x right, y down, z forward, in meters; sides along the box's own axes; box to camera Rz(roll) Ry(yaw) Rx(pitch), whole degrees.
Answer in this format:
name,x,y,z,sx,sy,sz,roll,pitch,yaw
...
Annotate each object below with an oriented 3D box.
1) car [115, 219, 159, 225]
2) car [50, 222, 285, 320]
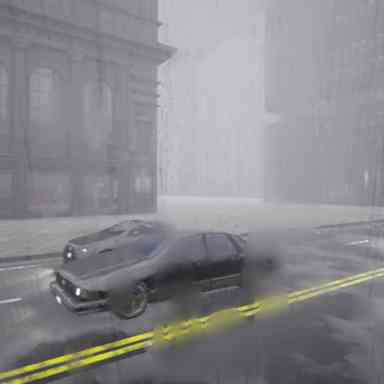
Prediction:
name,x,y,z,sx,sy,sz,roll,pitch,yaw
car,-1.772,1.565,10.407,4.181,1.385,1.994,0,0,-36
car,-0.217,1.549,7.525,5.357,1.411,2.033,0,0,-35
